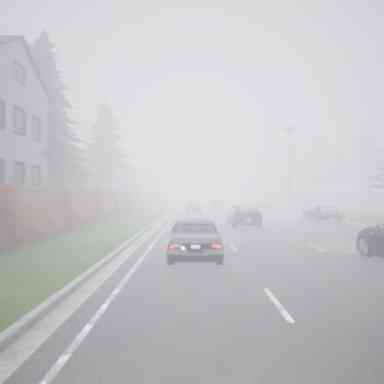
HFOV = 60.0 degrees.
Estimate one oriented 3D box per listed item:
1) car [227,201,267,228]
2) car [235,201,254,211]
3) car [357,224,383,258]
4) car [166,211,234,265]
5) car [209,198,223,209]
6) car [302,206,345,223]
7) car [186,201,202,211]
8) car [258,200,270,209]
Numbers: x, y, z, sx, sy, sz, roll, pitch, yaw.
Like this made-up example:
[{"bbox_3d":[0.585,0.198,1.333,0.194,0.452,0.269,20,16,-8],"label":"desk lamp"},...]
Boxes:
[{"bbox_3d":[3.603,1.634,23.415,1.882,1.535,5.008,0,0,0],"label":"car"},{"bbox_3d":[7.265,1.908,46.168,1.895,1.301,4.718,0,0,0],"label":"car"},{"bbox_3d":[7.100,1.421,10.394,2.097,1.767,4.553,0,0,0],"label":"car"},{"bbox_3d":[0.100,1.628,12.013,2.033,1.411,5.357,0,0,0],"label":"car"},{"bbox_3d":[3.786,1.708,53.445,2.097,1.767,4.553,0,0,0],"label":"car"},{"bbox_3d":[10.609,1.783,27.252,1.895,1.301,4.718,0,0,0],"label":"car"},{"bbox_3d":[0.197,1.810,39.377,2.033,1.411,5.357,0,0,1],"label":"car"},{"bbox_3d":[10.779,1.908,51.580,1.994,1.385,4.181,0,0,0],"label":"car"}]
